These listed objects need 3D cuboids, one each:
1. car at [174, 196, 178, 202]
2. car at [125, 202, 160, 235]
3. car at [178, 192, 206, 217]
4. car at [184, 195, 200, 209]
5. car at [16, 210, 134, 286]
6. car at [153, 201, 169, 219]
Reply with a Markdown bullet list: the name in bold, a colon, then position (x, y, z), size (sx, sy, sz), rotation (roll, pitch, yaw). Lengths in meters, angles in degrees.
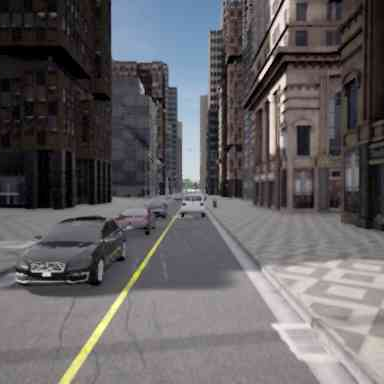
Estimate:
- **car**: position (-2.996, 1.564, 74.162), size (1.895, 1.301, 4.718), rotation (0, 0, 0)
- **car**: position (-3.088, 1.518, 18.831), size (1.812, 1.442, 4.674), rotation (0, 0, 0)
- **car**: position (0.102, 1.214, 31.252), size (2.150, 2.045, 5.566), rotation (0, 0, 0)
- **car**: position (0.048, 1.342, 45.435), size (2.097, 1.767, 4.553), rotation (0, 0, 0)
- **car**: position (-3.096, 1.499, 9.501), size (1.837, 1.490, 4.892), rotation (0, 0, 0)
- **car**: position (-3.052, 1.538, 29.509), size (2.033, 1.411, 5.357), rotation (0, 0, 1)
